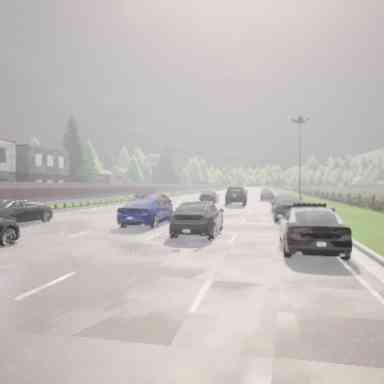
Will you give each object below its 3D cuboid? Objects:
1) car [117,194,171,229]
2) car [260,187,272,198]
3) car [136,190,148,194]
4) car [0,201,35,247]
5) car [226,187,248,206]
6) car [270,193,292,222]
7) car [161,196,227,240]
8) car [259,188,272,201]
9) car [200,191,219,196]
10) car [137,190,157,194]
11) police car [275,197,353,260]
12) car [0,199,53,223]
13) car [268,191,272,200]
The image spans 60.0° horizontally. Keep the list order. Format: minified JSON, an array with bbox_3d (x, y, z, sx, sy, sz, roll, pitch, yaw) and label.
[{"bbox_3d":[-2.513,1.088,18.777,1.882,1.535,5.008,0,1,12],"label":"car"},{"bbox_3d":[13.770,0.064,61.800,2.097,1.767,4.553,0,1,12],"label":"car"},{"bbox_3d":[-5.263,0.539,39.339,2.097,1.767,4.553,0,1,12],"label":"car"},{"bbox_3d":[-7.803,1.270,10.800,2.128,1.511,4.902,0,1,12],"label":"car"},{"bbox_3d":[4.990,0.451,37.070,2.150,2.045,5.566,0,1,12],"label":"car"},{"bbox_3d":[6.159,1.058,21.305,1.837,1.490,4.892,0,1,12],"label":"car"},{"bbox_3d":[0.312,1.187,15.259,1.837,1.490,4.892,0,2,12],"label":"car"},{"bbox_3d":[10.637,0.507,47.193,2.128,1.511,4.902,0,1,12],"label":"car"},{"bbox_3d":[2.067,0.672,40.131,1.837,1.490,4.892,0,1,12],"label":"car"},{"bbox_3d":[-3.321,0.869,31.696,1.812,1.442,4.674,0,1,12],"label":"car"},{"bbox_3d":[4.086,1.180,11.636,1.930,1.638,5.238,0,1,12],"label":"police car"},{"bbox_3d":[-9.757,1.115,18.383,2.128,1.511,4.902,0,1,12],"label":"car"},{"bbox_3d":[7.417,0.936,27.171,1.837,1.490,4.892,0,1,12],"label":"car"}]
